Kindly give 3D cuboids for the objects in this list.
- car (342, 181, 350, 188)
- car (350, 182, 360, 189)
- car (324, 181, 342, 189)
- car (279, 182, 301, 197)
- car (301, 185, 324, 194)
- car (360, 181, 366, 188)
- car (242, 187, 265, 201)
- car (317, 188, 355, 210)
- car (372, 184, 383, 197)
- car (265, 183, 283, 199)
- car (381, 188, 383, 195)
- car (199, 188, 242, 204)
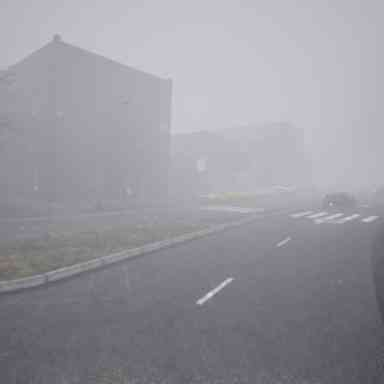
[{"bbox_3d":[30.787,-1.376,70.260,2.435,2.045,5.566,2,3,39],"label":"car"},{"bbox_3d":[36.665,-1.448,77.627,2.231,1.521,4.892,2,3,40],"label":"car"},{"bbox_3d":[27.339,-0.935,66.004,2.231,1.521,4.892,2,3,39],"label":"car"},{"bbox_3d":[13.431,-0.427,48.790,2.435,2.045,5.566,2,3,39],"label":"car"},{"bbox_3d":[20.369,-0.526,57.390,2.163,1.488,4.792,2,3,39],"label":"car"},{"bbox_3d":[41.026,-1.687,82.933,1.946,1.575,5.366,2,3,39],"label":"car"},{"bbox_3d":[6.308,0.210,39.994,1.946,1.575,5.366,2,3,39],"label":"car"},{"bbox_3d":[13.109,0.693,29.626,1.837,1.490,4.892,1,3,38],"label":"car"},{"bbox_3d":[27.117,-0.056,46.923,1.812,1.442,4.674,2,3,39],"label":"car"},{"bbox_3d":[9.780,0.021,44.288,1.946,1.575,5.366,2,3,39],"label":"car"},{"bbox_3d":[21.994,0.469,35.560,1.994,1.385,4.181,2,3,40],"label":"car"},{"bbox_3d":[2.830,0.402,35.708,1.946,1.575,5.366,2,3,39],"label":"car"}]
